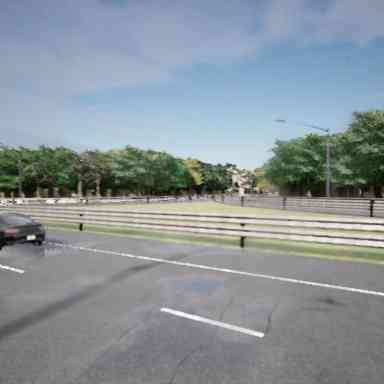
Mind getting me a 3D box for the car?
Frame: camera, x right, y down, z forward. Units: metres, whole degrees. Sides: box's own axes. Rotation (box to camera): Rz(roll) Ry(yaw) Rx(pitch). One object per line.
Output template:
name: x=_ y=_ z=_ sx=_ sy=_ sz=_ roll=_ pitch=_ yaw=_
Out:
car: x=-8.070 y=1.597 z=14.217 sx=4.674 sy=1.442 sz=1.812 roll=0 pitch=0 yaw=36
